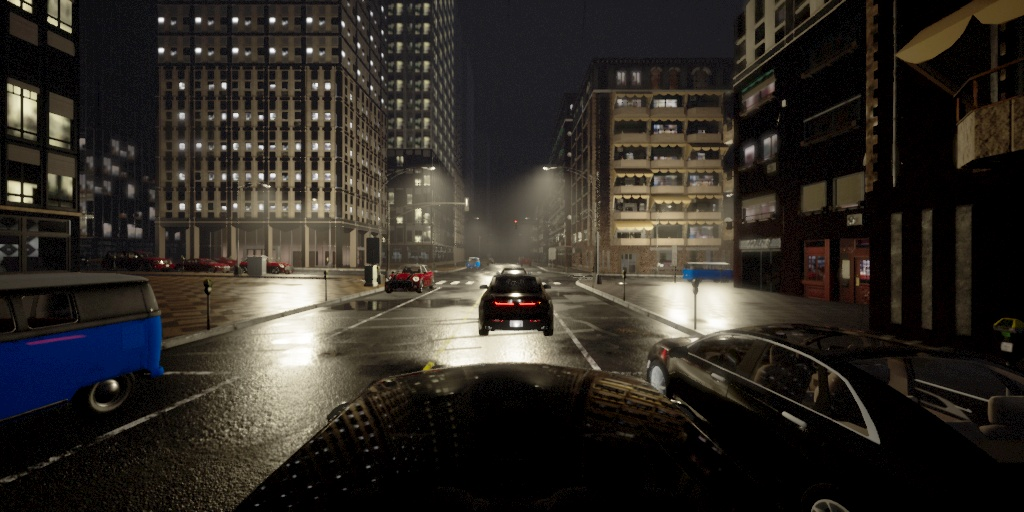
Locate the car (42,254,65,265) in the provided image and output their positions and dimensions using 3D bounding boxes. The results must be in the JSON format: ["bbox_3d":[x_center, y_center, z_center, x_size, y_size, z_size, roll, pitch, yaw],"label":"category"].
[{"bbox_3d":[-49.102,0.396,39.314,4.313,1.339,1.948,0,0,0],"label":"car"}]

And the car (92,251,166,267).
[{"bbox_3d":[-32.292,0.480,30.970,5.009,1.841,2.192,0,0,0],"label":"car"}]

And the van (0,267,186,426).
[{"bbox_3d":[-5.688,1.091,3.281,1.690,1.789,3.998,0,0,0],"label":"van"}]

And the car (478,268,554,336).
[{"bbox_3d":[0.102,1.255,10.364,1.837,1.490,4.892,0,0,0],"label":"car"}]

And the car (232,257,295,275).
[{"bbox_3d":[-21.144,0.819,30.995,4.097,1.591,1.967,0,0,0],"label":"car"}]

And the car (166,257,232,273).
[{"bbox_3d":[-26.718,0.854,30.983,4.207,1.307,1.802,0,0,0],"label":"car"}]

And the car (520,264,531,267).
[{"bbox_3d":[0.102,1.314,19.157,1.994,1.385,4.181,0,0,0],"label":"car"}]

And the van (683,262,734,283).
[{"bbox_3d":[16.915,1.454,30.943,3.998,1.789,1.690,0,0,0],"label":"van"}]

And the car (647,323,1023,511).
[{"bbox_3d":[2.692,1.300,3.280,2.007,1.370,4.403,0,0,0],"label":"car"}]

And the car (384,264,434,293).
[{"bbox_3d":[-5.688,1.190,20.227,1.967,1.591,4.097,0,0,0],"label":"car"}]

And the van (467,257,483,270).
[{"bbox_3d":[-5.686,1.100,52.701,1.690,1.789,3.998,0,0,0],"label":"van"}]

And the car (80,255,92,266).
[{"bbox_3d":[-43.696,0.463,39.327,4.829,1.417,1.751,0,0,0],"label":"car"}]
